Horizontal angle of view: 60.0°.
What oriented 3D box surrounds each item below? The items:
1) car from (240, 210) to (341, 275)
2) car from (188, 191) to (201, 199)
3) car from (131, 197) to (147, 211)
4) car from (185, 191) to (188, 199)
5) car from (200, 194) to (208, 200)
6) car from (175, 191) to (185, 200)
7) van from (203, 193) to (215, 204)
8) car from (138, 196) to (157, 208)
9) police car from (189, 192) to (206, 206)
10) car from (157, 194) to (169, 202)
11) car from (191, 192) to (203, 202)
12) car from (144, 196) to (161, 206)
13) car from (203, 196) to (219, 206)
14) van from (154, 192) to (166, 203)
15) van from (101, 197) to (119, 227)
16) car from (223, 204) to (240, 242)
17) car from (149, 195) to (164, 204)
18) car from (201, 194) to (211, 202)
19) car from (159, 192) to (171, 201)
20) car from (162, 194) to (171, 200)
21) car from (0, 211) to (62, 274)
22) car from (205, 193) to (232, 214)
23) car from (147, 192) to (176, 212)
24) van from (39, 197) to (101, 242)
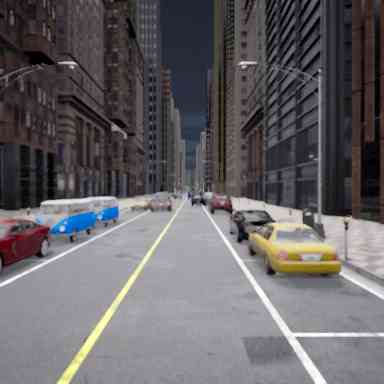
[{"bbox_3d":[2.761,1.463,10.022,1.752,1.417,4.829,0,0,0],"label":"car"},{"bbox_3d":[0.889,0.888,57.578,2.150,2.045,5.566,0,0,0],"label":"car"},{"bbox_3d":[-5.770,1.299,37.763,1.752,1.417,4.829,0,0,0],"label":"car"},{"bbox_3d":[-0.016,0.690,81.696,2.150,2.045,5.566,0,0,0],"label":"car"},{"bbox_3d":[2.747,1.140,77.277,1.802,1.307,4.206,0,0,0],"label":"car"},{"bbox_3d":[-3.015,1.014,75.035,1.837,1.490,4.892,0,0,0],"label":"car"},{"bbox_3d":[2.752,1.020,54.800,1.690,1.788,3.998,0,0,0],"label":"van"},{"bbox_3d":[-5.771,1.291,43.558,2.008,1.369,4.403,0,0,0],"label":"car"},{"bbox_3d":[0.891,1.143,47.659,1.930,1.638,5.238,0,0,0],"label":"police car"},{"bbox_3d":[-5.776,1.170,66.025,2.008,1.369,4.403,0,0,0],"label":"car"},{"bbox_3d":[0.887,0.983,63.518,2.097,1.767,4.553,0,0,0],"label":"car"},{"bbox_3d":[-5.772,1.255,49.170,1.887,1.381,4.507,0,0,0],"label":"car"},{"bbox_3d":[2.753,1.261,49.183,2.008,1.369,4.403,0,0,0],"label":"car"},{"bbox_3d":[-5.774,0.990,60.406,1.690,1.788,3.998,0,0,0],"label":"van"},{"bbox_3d":[-5.766,1.211,21.078,1.690,1.788,3.998,0,0,0],"label":"van"},{"bbox_3d":[2.760,1.470,15.471,1.947,1.339,4.313,0,0,0],"label":"car"},{"bbox_3d":[-5.773,1.224,54.788,1.887,1.381,4.507,0,0,0],"label":"car"},{"bbox_3d":[2.749,1.143,66.209,1.752,1.417,4.829,0,0,0],"label":"car"},{"bbox_3d":[-5.777,0.904,71.642,2.192,1.841,5.009,0,0,0],"label":"car"},{"bbox_3d":[-5.778,1.084,77.092,1.752,1.417,4.829,0,0,0],"label":"car"},{"bbox_3d":[-5.764,1.483,9.842,1.887,1.381,4.507,0,0,0],"label":"car"},{"bbox_3d":[2.757,1.119,32.326,2.192,1.841,5.009,0,0,0],"label":"car"},{"bbox_3d":[-3.102,1.144,34.529,2.097,1.767,4.553,0,0,0],"label":"car"},{"bbox_3d":[-5.765,1.245,15.459,1.690,1.788,3.998,0,0,0],"label":"van"}]
